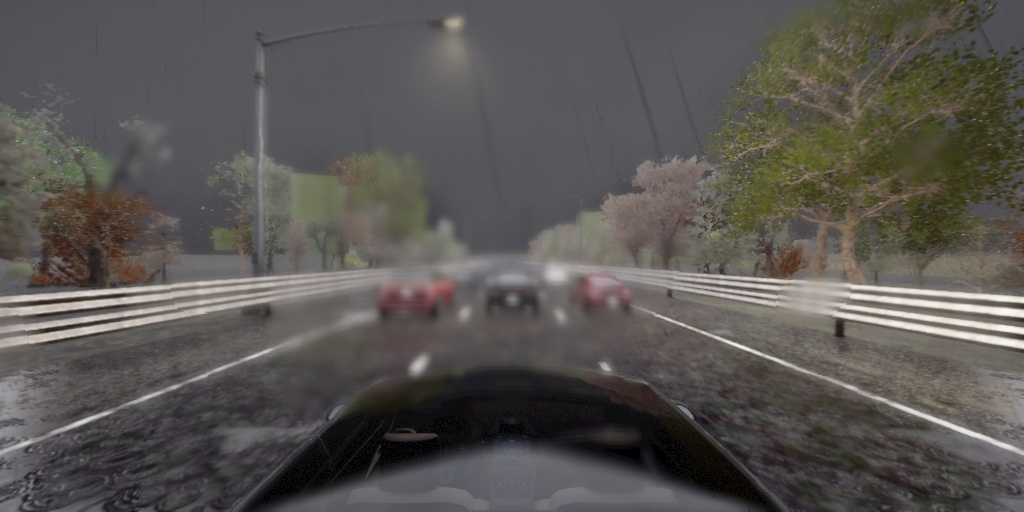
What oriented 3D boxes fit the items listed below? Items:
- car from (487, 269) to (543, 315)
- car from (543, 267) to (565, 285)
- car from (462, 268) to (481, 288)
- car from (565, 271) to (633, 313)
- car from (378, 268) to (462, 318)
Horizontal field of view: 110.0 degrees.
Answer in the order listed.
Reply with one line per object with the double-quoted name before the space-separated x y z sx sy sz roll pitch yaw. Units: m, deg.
"car" 0.047 1.395 14.588 1.882 1.535 5.008 0 -2 0
"car" 3.546 1.643 29.849 1.812 1.442 4.674 0 -1 0
"car" -3.478 1.627 26.945 2.033 1.411 5.357 0 -1 1
"car" 3.546 1.445 14.805 1.812 1.442 4.674 0 0 0
"car" -3.458 1.260 13.985 2.097 1.767 4.553 0 -1 0
